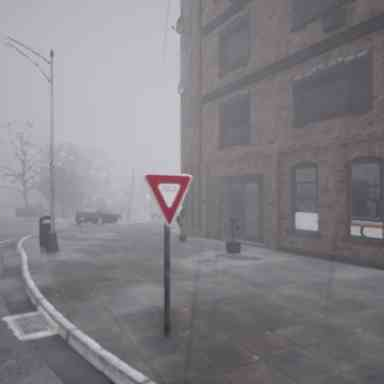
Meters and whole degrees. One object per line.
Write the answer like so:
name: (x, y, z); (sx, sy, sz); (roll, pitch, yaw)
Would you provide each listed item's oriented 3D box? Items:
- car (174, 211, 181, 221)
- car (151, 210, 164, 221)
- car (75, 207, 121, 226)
car: (-0.864, 3.302, 46.019); (2.128, 1.511, 4.902); (0, -4, 23)
car: (-3.911, 3.304, 47.371); (1.882, 1.535, 5.008); (0, -4, 24)
car: (-7.847, 2.076, 28.347); (1.882, 1.535, 5.008); (0, -3, 17)
